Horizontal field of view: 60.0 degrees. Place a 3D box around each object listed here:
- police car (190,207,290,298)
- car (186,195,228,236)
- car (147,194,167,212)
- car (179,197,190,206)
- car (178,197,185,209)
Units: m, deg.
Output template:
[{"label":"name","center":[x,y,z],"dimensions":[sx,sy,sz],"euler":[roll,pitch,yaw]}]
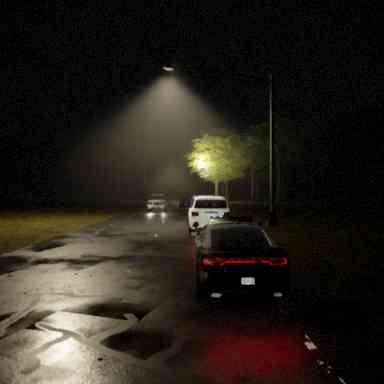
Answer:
[{"label":"police car","center":[1.007,1.430,8.679],"dimensions":[1.930,1.638,5.238],"euler":[0,0,0]},{"label":"car","center":[0.898,1.248,18.625],"dimensions":[2.150,2.045,5.566],"euler":[0,0,-1]},{"label":"car","center":[-4.164,1.296,40.334],"dimensions":[2.150,2.045,5.566],"euler":[0,0,-2]},{"label":"car","center":[-1.336,1.637,59.853],"dimensions":[1.837,1.490,4.892],"euler":[-1,0,-3]},{"label":"car","center":[-0.794,1.653,46.152],"dimensions":[1.994,1.385,4.181],"euler":[0,0,-1]}]
